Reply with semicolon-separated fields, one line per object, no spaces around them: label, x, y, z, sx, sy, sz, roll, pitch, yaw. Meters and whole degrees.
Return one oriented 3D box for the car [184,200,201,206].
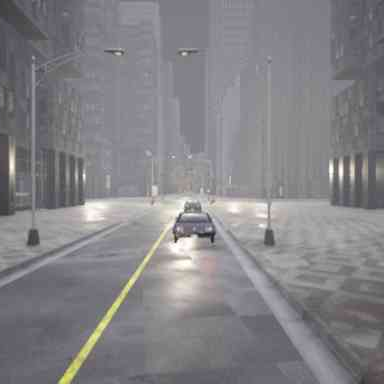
car;0.092;1.547;38.428;1.895;1.301;4.718;0;0;0

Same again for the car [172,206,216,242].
car;0.098;1.582;16.188;1.895;1.301;4.718;0;0;0
